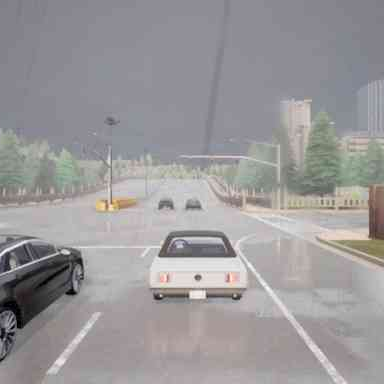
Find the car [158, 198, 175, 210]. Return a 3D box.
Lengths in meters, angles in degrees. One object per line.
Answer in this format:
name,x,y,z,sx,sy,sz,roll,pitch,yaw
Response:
car,-3.322,1.495,43.627,1.837,1.490,4.892,0,0,0

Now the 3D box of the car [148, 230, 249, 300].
car,0.114,1.599,8.331,1.895,1.301,4.718,0,0,0

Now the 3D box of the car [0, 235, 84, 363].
car,-3.389,1.490,5.795,2.128,1.511,4.902,0,0,0

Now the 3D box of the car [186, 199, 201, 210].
car,0.181,1.554,43.728,1.994,1.385,4.181,0,0,0
